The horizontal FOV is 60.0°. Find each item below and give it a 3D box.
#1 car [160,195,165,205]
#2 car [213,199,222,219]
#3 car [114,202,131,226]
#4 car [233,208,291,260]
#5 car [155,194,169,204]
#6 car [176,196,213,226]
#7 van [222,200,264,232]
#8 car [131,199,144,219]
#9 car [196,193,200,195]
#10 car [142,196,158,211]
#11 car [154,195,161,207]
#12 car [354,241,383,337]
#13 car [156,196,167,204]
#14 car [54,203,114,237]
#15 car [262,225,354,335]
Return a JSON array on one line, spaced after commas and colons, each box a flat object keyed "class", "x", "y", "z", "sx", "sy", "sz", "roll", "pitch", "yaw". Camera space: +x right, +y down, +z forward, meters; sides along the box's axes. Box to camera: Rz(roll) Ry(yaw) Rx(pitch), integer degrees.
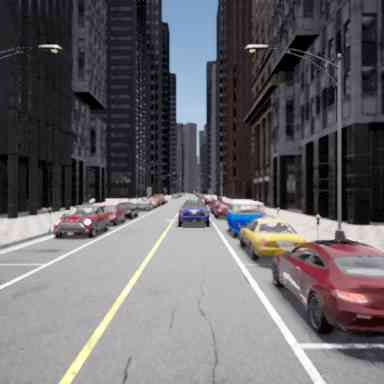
[{"class": "car", "x": -5.698, "y": 1.552, "z": 51.292, "sx": 1.887, "sy": 1.381, "sz": 4.507, "roll": 0, "pitch": 0, "yaw": 0}, {"class": "car", "x": 2.800, "y": 1.584, "z": 28.891, "sx": 1.802, "sy": 1.307, "sz": 4.206, "roll": 0, "pitch": 0, "yaw": 0}, {"class": "car", "x": -5.732, "y": 1.583, "z": 23.283, "sx": 1.802, "sy": 1.307, "sz": 4.206, "roll": 0, "pitch": 0, "yaw": 0}, {"class": "car", "x": 2.780, "y": 1.526, "z": 12.254, "sx": 1.752, "sy": 1.417, "sz": 4.829, "roll": 0, "pitch": 0, "yaw": 0}, {"class": "car", "x": -5.691, "y": 1.325, "z": 56.894, "sx": 2.192, "sy": 1.841, "sz": 5.009, "roll": 0, "pitch": 0, "yaw": 0}, {"class": "car", "x": 0.129, "y": 1.353, "z": 23.509, "sx": 2.097, "sy": 1.767, "sz": 4.553, "roll": 0, "pitch": 0, "yaw": 0}, {"class": "van", "x": 2.787, "y": 1.342, "z": 17.686, "sx": 1.690, "sy": 1.788, "sz": 3.998, "roll": 0, "pitch": 0, "yaw": 0}, {"class": "car", "x": -5.725, "y": 1.568, "z": 28.885, "sx": 1.947, "sy": 1.339, "sz": 4.313, "roll": 0, "pitch": 0, "yaw": 0}, {"class": "car", "x": 2.880, "y": 1.467, "z": 94.881, "sx": 1.967, "sy": 1.590, "sz": 4.097, "roll": 0, "pitch": 0, "yaw": 0}, {"class": "car", "x": -5.712, "y": 1.555, "z": 40.088, "sx": 2.008, "sy": 1.369, "sz": 4.403, "roll": 0, "pitch": 0, "yaw": 0}, {"class": "car", "x": -5.705, "y": 1.531, "z": 45.519, "sx": 1.752, "sy": 1.417, "sz": 4.829, "roll": 0, "pitch": 0, "yaw": 0}, {"class": "car", "x": 2.767, "y": 1.315, "z": 0.880, "sx": 2.192, "sy": 1.841, "sz": 5.009, "roll": 0, "pitch": 0, "yaw": 0}, {"class": "car", "x": -5.685, "y": 1.537, "z": 62.325, "sx": 1.752, "sy": 1.417, "sz": 4.829, "roll": 0, "pitch": 0, "yaw": 0}, {"class": "car", "x": -5.738, "y": 1.441, "z": 17.681, "sx": 1.967, "sy": 1.590, "sz": 4.097, "roll": 0, "pitch": 0, "yaw": 0}, {"class": "car", "x": 2.773, "y": 1.582, "z": 6.483, "sx": 1.802, "sy": 1.307, "sz": 4.206, "roll": 0, "pitch": 0, "yaw": 0}]
